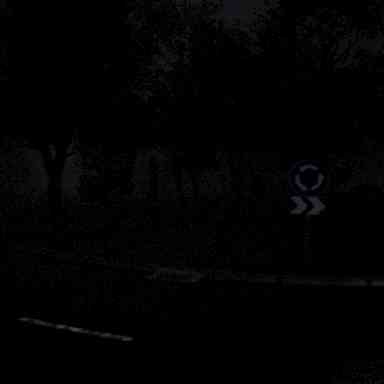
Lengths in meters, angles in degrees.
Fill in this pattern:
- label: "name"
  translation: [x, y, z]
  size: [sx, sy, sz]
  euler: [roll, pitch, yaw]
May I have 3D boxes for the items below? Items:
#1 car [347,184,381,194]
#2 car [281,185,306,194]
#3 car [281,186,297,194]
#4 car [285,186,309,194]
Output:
- label: "car"
  translation: [25.366, -0.388, 48.952]
  size: [1.837, 1.490, 4.892]
  euler: [0, 0, -17]
- label: "car"
  translation: [24.231, -0.498, 79.508]
  size: [5.566, 2.045, 2.435]
  euler: [1, 0, 11]
- label: "car"
  translation: [22.729, -0.270, 76.955]
  size: [4.892, 1.521, 2.231]
  euler: [1, 0, 11]
- label: "car"
  translation: [25.829, -0.471, 82.050]
  size: [5.566, 2.045, 2.435]
  euler: [1, 0, 11]
